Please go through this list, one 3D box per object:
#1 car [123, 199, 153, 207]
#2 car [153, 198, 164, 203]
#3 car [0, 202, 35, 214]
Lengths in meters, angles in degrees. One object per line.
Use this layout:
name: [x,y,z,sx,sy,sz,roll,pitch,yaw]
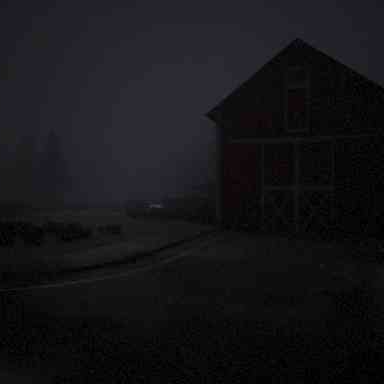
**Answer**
car: [-6.891,1.596,40.953,1.816,1.474,4.193,-6,-2,17]
car: [-6.063,1.805,63.301,1.895,1.301,4.718,0,0,16]
car: [-17.241,1.617,31.031,2.033,1.411,5.357,0,0,19]
